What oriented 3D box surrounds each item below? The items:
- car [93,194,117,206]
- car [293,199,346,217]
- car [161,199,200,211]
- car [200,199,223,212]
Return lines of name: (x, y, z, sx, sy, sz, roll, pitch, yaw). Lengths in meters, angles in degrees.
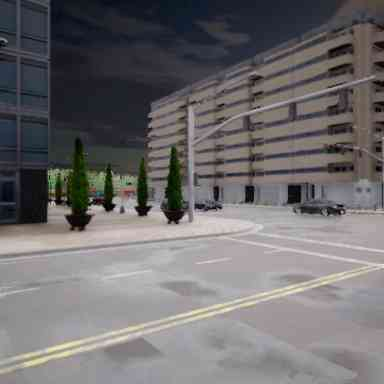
car: (-14.636, 1.405, 54.629, 1.882, 1.535, 5.008, 0, 0, -35)
car: (11.383, 1.425, 30.068, 1.837, 1.490, 4.892, 1, -1, -31)
car: (-1.632, 1.432, 36.122, 1.837, 1.490, 4.892, 0, 0, -35)
car: (1.265, 1.471, 38.085, 2.033, 1.411, 5.357, 0, 0, -35)
